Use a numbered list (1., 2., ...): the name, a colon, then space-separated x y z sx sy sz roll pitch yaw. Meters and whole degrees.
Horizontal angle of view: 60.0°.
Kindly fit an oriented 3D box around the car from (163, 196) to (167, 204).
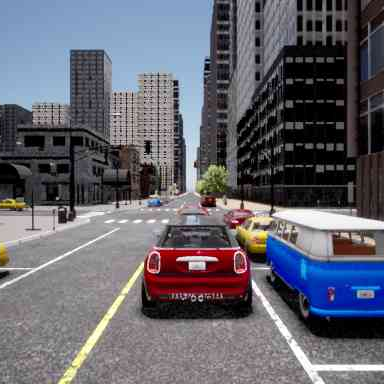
1. car: -5.767 1.505 56.213 1.967 1.590 4.097 0 0 0

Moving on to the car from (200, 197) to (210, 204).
1. car: 2.599 1.655 67.275 1.947 1.339 4.313 0 0 0

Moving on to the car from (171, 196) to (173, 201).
1. car: -5.789 1.654 72.785 2.008 1.369 4.403 0 0 0

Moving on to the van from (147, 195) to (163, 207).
1. van: -5.760 1.395 50.690 1.690 1.788 3.998 0 0 0

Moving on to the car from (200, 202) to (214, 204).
1. car: 0.077 1.482 17.334 1.882 1.535 5.008 0 0 0

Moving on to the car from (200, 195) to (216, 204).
1. car: 2.619 1.369 50.703 2.192 1.841 5.009 0 0 0

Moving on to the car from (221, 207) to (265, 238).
1. car: 2.663 1.587 18.315 1.802 1.307 4.206 0 0 0

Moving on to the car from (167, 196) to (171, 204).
1. car: -5.782 1.529 67.262 1.967 1.590 4.097 0 0 0

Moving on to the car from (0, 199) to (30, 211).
1. car: -21.460 1.469 38.500 4.829 1.417 1.752 0 0 0

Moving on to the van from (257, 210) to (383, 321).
1. van: 2.678 1.341 6.988 1.690 1.788 3.998 0 0 0

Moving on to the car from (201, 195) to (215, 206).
1. car: 2.612 1.380 56.227 2.192 1.841 5.009 0 0 0

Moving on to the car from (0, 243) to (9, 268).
1. car: -5.701 1.525 6.807 1.752 1.417 4.829 0 0 0

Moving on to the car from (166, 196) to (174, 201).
1. car: -5.811 1.673 89.187 1.752 1.417 4.829 0 0 0

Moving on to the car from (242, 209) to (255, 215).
1. car: 2.670 1.527 12.822 1.752 1.417 4.829 0 0 0

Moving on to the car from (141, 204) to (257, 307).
1. car: 0.088 1.352 8.127 2.097 1.767 4.553 0 0 0
